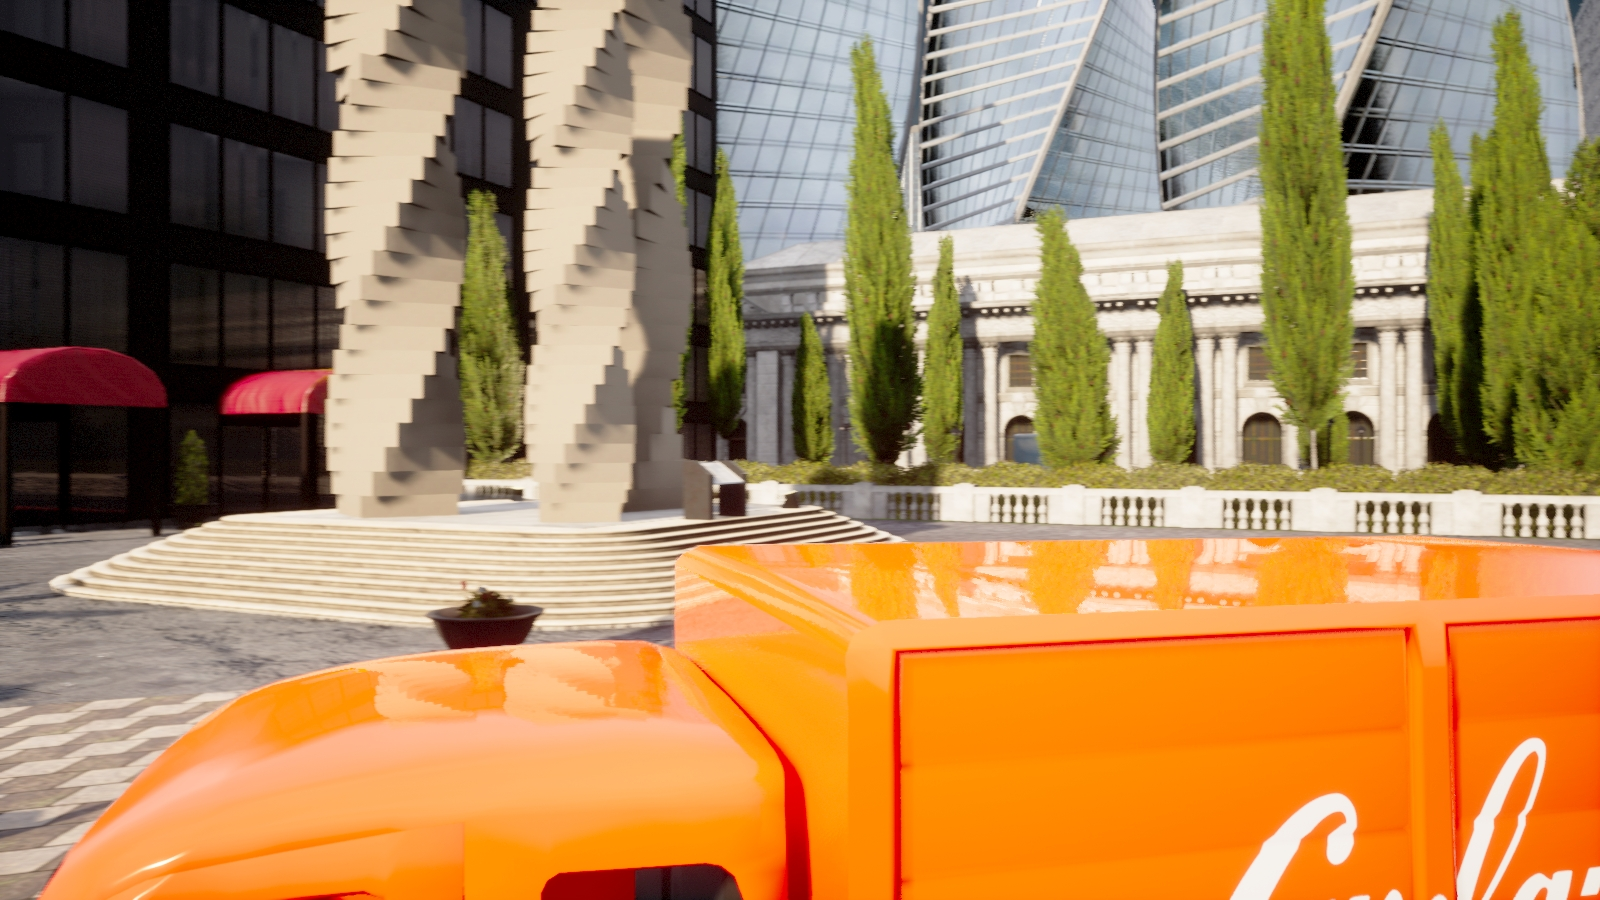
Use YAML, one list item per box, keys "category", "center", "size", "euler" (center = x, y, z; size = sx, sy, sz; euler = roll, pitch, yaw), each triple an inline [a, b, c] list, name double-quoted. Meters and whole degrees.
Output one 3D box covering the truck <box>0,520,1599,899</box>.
- category: "truck"
  center: [0.574, 1.566, 3.476]
  size: [5.204, 2.467, 2.627]
  euler: [0, 0, -16]
